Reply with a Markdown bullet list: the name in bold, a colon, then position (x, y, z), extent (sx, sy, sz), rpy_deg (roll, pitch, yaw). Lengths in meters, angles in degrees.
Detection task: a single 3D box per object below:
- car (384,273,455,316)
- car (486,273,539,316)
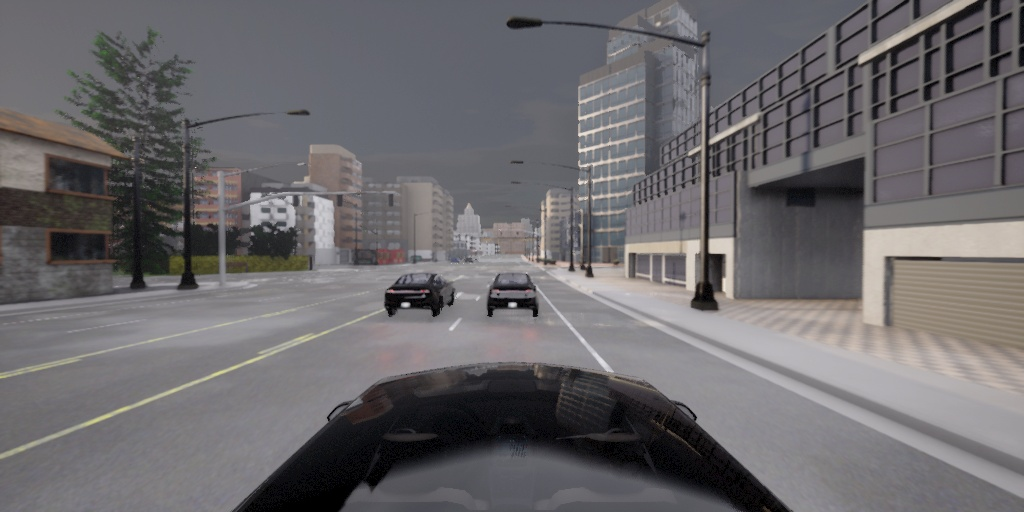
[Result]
- **car**: position (-3.457, 1.410, 14.163), extent (2.128, 1.511, 4.902), rpy_deg (0, 0, 1)
- **car**: position (0.043, 1.410, 14.166), extent (2.128, 1.511, 4.902), rpy_deg (0, 0, 1)
